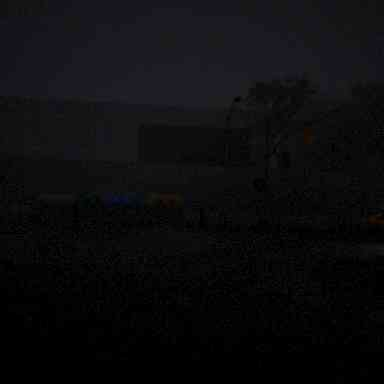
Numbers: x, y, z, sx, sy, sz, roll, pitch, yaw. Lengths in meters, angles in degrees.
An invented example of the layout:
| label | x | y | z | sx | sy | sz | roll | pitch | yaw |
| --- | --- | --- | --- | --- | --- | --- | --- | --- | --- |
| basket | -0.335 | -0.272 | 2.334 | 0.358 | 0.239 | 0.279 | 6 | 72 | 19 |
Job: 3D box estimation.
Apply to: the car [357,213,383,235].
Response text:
| label | x | y | z | sx | sy | sz | roll | pitch | yaw |
| --- | --- | --- | --- | --- | --- | --- | --- | --- | --- |
| car | 12.558 | 1.904 | 19.768 | 1.946 | 1.575 | 5.366 | 2 | -2 | -24 |
